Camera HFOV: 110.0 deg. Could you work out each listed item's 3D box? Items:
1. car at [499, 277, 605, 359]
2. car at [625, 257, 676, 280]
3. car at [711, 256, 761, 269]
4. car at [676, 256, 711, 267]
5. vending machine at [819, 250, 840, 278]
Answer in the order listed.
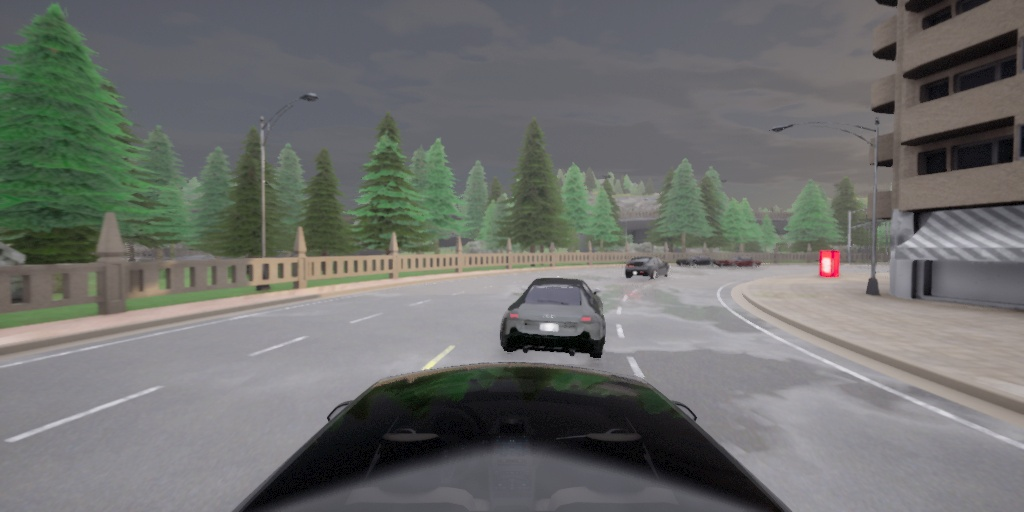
[{"bbox_3d":[1.075,1.177,8.248,1.994,1.385,4.181,1,1,12],"label":"car"},{"bbox_3d":[9.458,0.805,24.831,1.837,1.490,4.892,1,1,40],"label":"car"},{"bbox_3d":[24.528,0.684,38.965,4.718,1.301,1.895,0,1,-18],"label":"car"},{"bbox_3d":[21.367,0.608,41.532,4.718,1.301,1.895,0,1,-20],"label":"car"},{"bbox_3d":[22.158,0.570,25.069,0.880,2.100,1.100,0,0,-31],"label":"vending machine"}]
